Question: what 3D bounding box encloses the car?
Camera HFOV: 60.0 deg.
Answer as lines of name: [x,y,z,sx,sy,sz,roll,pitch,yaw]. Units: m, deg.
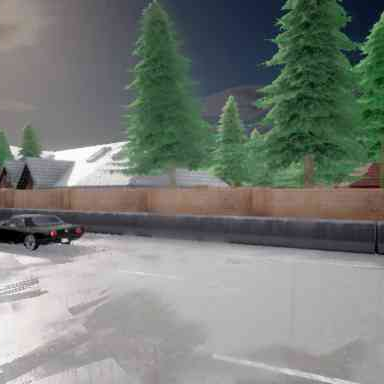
car: [-6.934,1.600,14.053,4.718,1.301,1.895,0,0,27]
